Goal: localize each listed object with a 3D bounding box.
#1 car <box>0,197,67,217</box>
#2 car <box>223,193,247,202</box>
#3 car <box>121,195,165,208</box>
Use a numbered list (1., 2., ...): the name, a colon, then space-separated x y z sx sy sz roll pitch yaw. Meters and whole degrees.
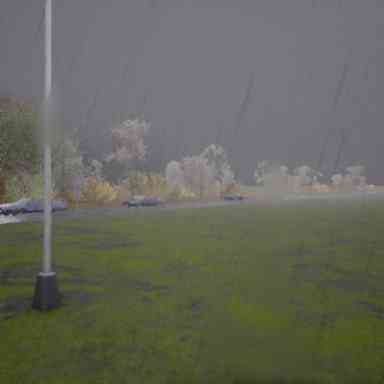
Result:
1. car: -12.948 1.137 27.026 2.033 1.411 5.357 1 1 36
2. car: 6.972 0.904 54.006 1.895 1.301 4.718 1 1 37
3. car: -5.362 1.031 37.359 2.033 1.411 5.357 1 1 36
